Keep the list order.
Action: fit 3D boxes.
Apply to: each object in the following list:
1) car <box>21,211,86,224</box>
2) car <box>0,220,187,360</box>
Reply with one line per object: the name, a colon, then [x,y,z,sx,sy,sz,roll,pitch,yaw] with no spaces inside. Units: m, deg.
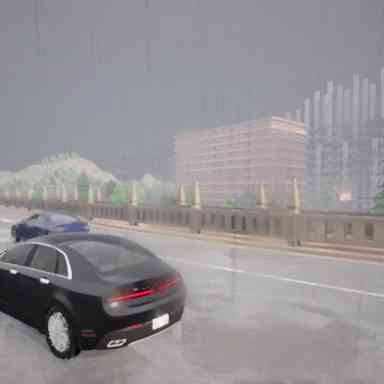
car: [-6.017,1.513,14.099,4.674,1.442,1.812,0,0,44]
car: [-2.309,1.502,6.039,4.892,1.490,1.837,0,0,39]
